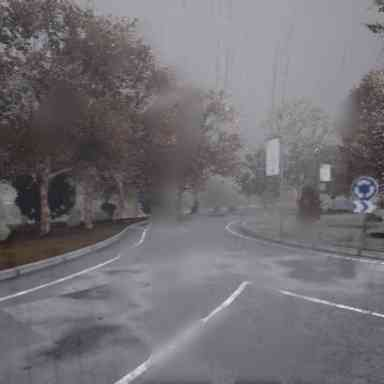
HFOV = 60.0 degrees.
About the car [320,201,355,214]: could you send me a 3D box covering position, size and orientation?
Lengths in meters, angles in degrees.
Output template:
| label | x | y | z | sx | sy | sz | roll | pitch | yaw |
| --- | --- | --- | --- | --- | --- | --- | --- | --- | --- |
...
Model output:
| label | x | y | z | sx | sy | sz | roll | pitch | yaw |
| --- | --- | --- | --- | --- | --- | --- | --- | --- | --- |
| car | 16.244 | 1.669 | 37.250 | 5.357 | 1.411 | 2.033 | -1 | 0 | -1 |
